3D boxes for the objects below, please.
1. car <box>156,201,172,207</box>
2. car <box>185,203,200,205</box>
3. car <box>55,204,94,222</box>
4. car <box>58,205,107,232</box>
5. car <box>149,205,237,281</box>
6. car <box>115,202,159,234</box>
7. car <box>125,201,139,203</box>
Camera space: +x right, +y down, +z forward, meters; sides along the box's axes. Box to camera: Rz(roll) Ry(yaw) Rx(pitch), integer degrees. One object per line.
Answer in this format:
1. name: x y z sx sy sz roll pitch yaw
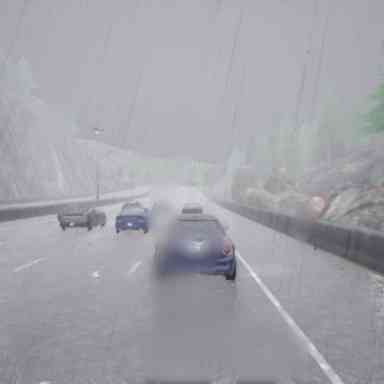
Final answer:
1. car: -3.464 1.775 38.529 1.837 1.490 4.892 0 0 0
2. car: 0.052 1.712 29.259 1.882 1.535 5.008 0 0 0
3. car: -10.449 1.809 29.958 1.994 1.385 4.181 0 0 0
4. car: -6.935 1.680 21.663 2.128 1.511 4.902 0 0 0
5. car: 0.084 1.441 10.247 2.097 1.767 4.553 0 0 0
6. car: -3.433 1.657 20.812 1.882 1.535 5.008 0 0 0
7. car: -6.965 1.764 39.304 2.128 1.511 4.902 0 0 0
